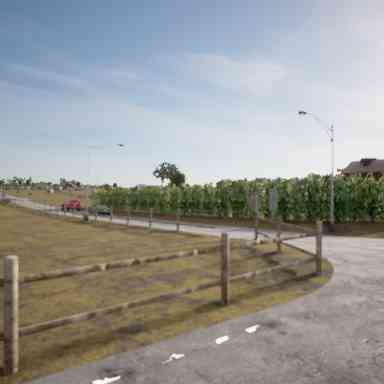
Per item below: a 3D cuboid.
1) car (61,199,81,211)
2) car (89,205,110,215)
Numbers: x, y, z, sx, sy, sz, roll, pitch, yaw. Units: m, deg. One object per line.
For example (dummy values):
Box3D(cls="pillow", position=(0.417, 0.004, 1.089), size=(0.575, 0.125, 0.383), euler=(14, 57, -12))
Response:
Box3D(cls="car", position=(-21.102, 2.265, 58.101), size=(2.150, 2.045, 5.566), euler=(3, -1, -36))
Box3D(cls="car", position=(-13.052, 2.561, 46.981), size=(1.994, 1.385, 4.181), euler=(3, -2, -36))
